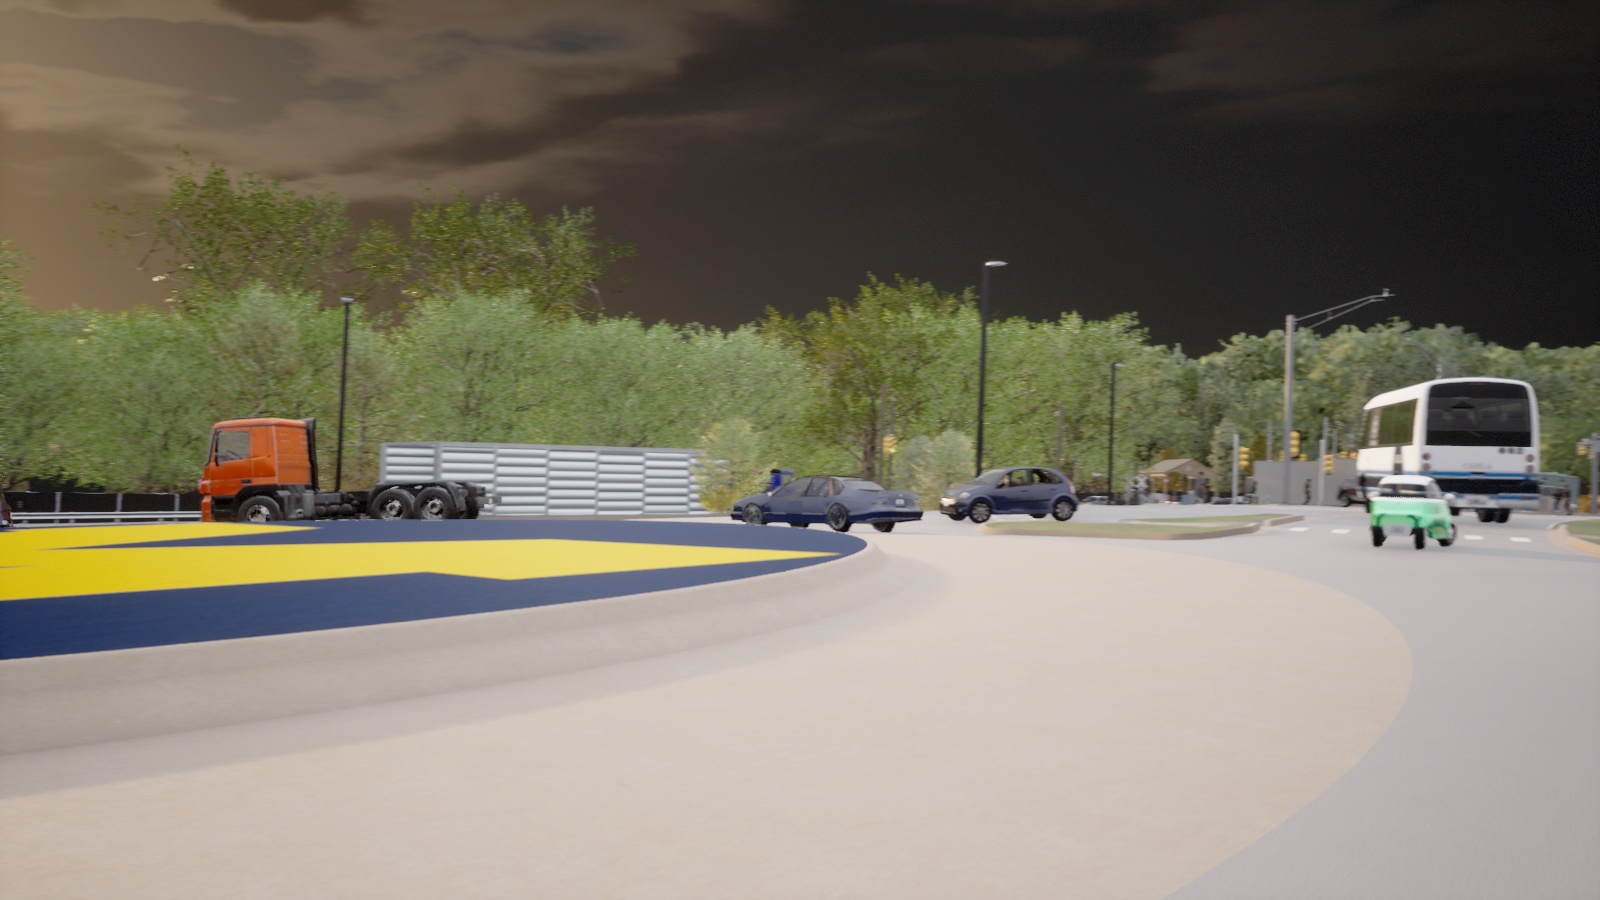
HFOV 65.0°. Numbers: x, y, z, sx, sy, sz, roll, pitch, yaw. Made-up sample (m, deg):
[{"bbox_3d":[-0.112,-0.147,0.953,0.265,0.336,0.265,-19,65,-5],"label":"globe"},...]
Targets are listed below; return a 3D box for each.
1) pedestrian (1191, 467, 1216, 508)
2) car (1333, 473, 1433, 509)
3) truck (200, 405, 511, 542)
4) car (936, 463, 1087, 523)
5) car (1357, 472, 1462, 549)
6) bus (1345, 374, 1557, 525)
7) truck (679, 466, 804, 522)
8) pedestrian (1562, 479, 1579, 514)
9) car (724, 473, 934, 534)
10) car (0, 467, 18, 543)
[{"bbox_3d":[19.480,1.824,60.629,0.873,1.952,0.659,3,-2,-31],"label":"pedestrian"},{"bbox_3d":[28.980,2.018,62.638,2.033,1.649,4.856,3,-1,-11],"label":"car"},{"bbox_3d":[-12.839,0.706,36.731,7.936,3.462,2.891,-3,-1,2],"label":"truck"},{"bbox_3d":[6.227,1.238,37.115,3.988,1.617,1.851,-1,0,-18],"label":"car"},{"bbox_3d":[11.781,1.121,24.223,1.481,1.376,2.207,1,0,35],"label":"car"},{"bbox_3d":[20.709,0.027,40.837,3.944,4.253,10.273,1,0,15],"label":"bus"},{"bbox_3d":[-3.767,2.878,82.370,7.936,3.462,2.891,2,-1,-38],"label":"truck"},{"bbox_3d":[41.792,2.513,68.117,0.720,1.854,0.376,0,-2,39],"label":"pedestrian"},{"bbox_3d":[0.635,1.347,31.550,2.033,1.411,5.357,4,-4,-45],"label":"car"},{"bbox_3d":[-21.027,1.353,28.896,5.027,1.651,2.152,0,-6,-28],"label":"car"}]
